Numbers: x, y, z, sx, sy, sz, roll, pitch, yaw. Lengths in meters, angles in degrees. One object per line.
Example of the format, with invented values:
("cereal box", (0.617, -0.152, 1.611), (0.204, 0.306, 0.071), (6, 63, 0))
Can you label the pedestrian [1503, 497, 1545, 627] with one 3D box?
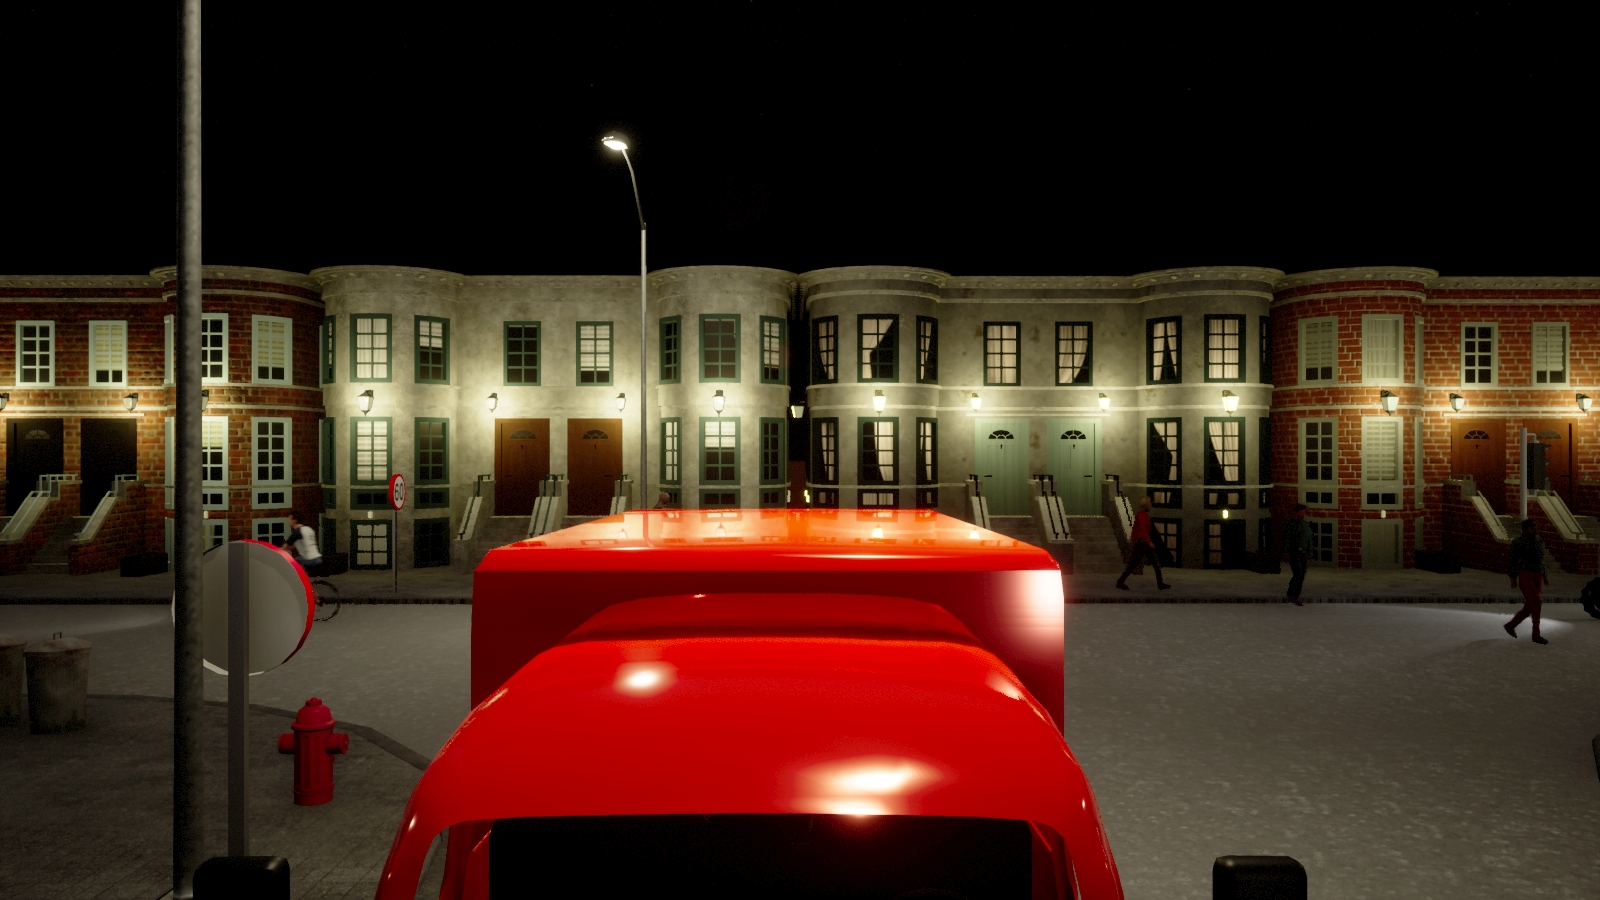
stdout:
("pedestrian", (10.600, 1.629, 16.732), (0.375, 1.860, 0.375), (0, 0, -11))

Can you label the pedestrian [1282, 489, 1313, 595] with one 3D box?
("pedestrian", (8.894, 1.628, 20.421), (0.375, 1.860, 0.375), (0, 0, -5))

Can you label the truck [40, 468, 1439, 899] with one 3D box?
("truck", (-0.117, 1.348, 4.748), (2.627, 2.467, 5.204), (0, 0, 0))

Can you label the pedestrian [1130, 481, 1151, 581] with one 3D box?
("pedestrian", (6.466, 1.525, 21.717), (0.375, 1.860, 0.375), (0, 0, 18))

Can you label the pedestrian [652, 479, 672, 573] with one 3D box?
("pedestrian", (-2.782, 1.525, 23.031), (0.375, 1.860, 0.375), (0, 0, -3))
